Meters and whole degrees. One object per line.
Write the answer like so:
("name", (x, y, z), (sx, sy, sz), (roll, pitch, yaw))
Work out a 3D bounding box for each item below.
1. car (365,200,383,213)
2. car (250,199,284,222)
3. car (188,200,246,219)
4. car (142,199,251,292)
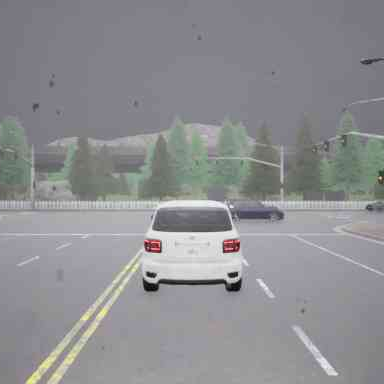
("car", (21.210, 1.508, 36.116), (4.181, 1.385, 1.994), (0, 0, 0))
("car", (4.638, 1.330, 25.353), (4.553, 1.767, 2.097), (0, 0, 0))
("car", (2.075, 1.459, 28.843), (4.902, 1.511, 2.128), (0, 0, 0))
("car", (0.009, 1.221, 9.088), (2.150, 2.045, 5.566), (0, 0, 0))
